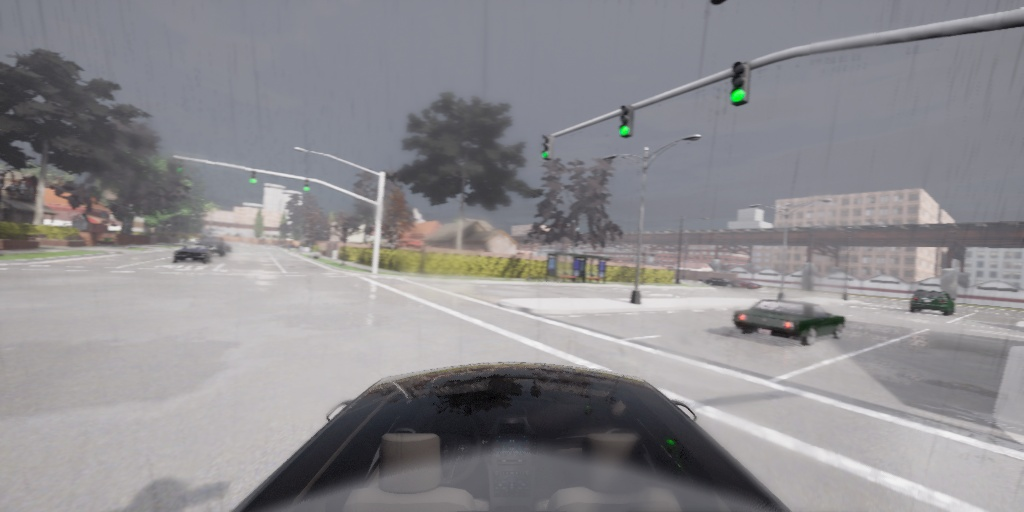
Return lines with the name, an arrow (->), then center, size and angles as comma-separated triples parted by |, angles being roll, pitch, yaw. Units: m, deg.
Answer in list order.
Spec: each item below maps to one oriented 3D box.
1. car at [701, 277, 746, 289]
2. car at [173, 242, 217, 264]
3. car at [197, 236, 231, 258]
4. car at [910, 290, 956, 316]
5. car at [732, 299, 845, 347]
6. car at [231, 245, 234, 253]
car -> 32.577, 4.166, 55.413 | 1.837, 1.490, 4.892 | 5, 0, -34
car -> -23.775, -0.153, 26.840 | 1.895, 1.301, 4.718 | 5, -1, -35
car -> -31.218, -0.977, 37.412 | 2.150, 2.045, 5.566 | 5, -1, -35
car -> 36.128, 4.021, 30.798 | 5.566, 2.045, 2.150 | 6, -2, -35
car -> 9.560, 2.178, 12.219 | 4.718, 1.301, 1.895 | 5, -1, -35
car -> -39.502, -1.091, 49.194 | 1.895, 1.301, 4.718 | 5, -1, -35
